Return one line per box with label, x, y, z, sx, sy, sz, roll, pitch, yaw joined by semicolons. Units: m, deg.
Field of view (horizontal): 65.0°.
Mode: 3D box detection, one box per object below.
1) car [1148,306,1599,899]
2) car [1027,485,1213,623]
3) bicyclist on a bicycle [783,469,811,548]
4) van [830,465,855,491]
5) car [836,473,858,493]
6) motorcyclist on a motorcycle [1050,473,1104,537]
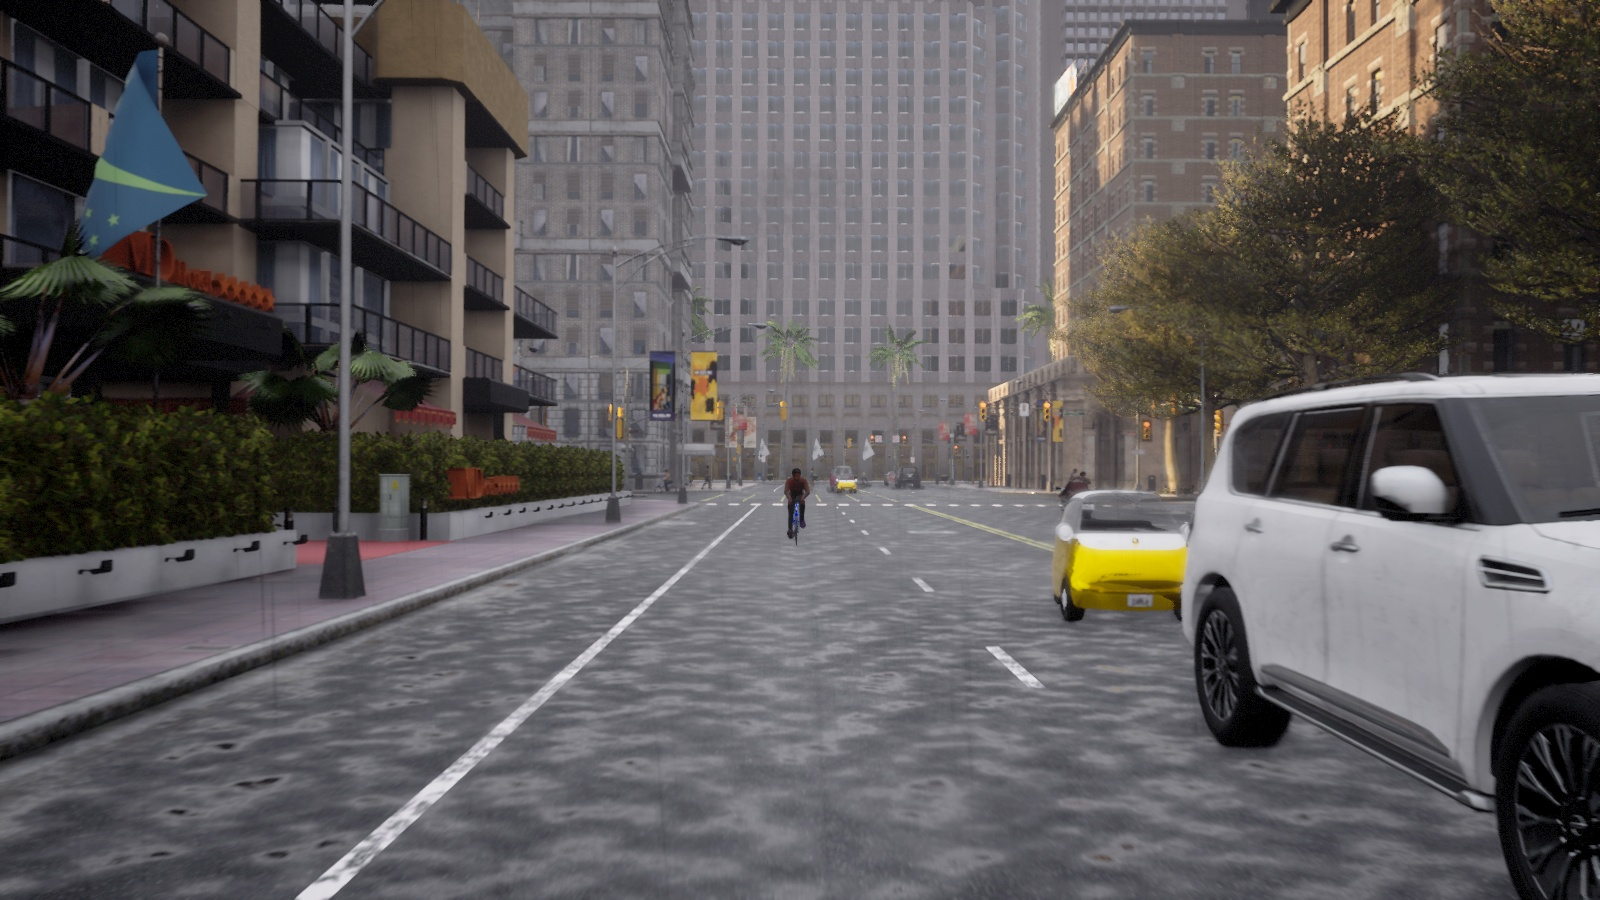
car;3.483;0.617;5.836;2.150;2.045;5.566;0;-1;0
car;3.466;1.090;13.904;1.481;1.376;2.207;0;-1;0
bicyclist on a bicycle;-0.066;1.212;26.514;0.582;1.620;1.656;0;-1;0
van;3.273;2.191;97.782;1.775;1.987;4.442;0;-1;-1
car;3.283;2.337;88.433;1.481;1.376;2.207;0;-1;0
motorcyclist on a motorcycle;6.923;1.349;31.498;0.866;1.530;2.191;0;-1;0
